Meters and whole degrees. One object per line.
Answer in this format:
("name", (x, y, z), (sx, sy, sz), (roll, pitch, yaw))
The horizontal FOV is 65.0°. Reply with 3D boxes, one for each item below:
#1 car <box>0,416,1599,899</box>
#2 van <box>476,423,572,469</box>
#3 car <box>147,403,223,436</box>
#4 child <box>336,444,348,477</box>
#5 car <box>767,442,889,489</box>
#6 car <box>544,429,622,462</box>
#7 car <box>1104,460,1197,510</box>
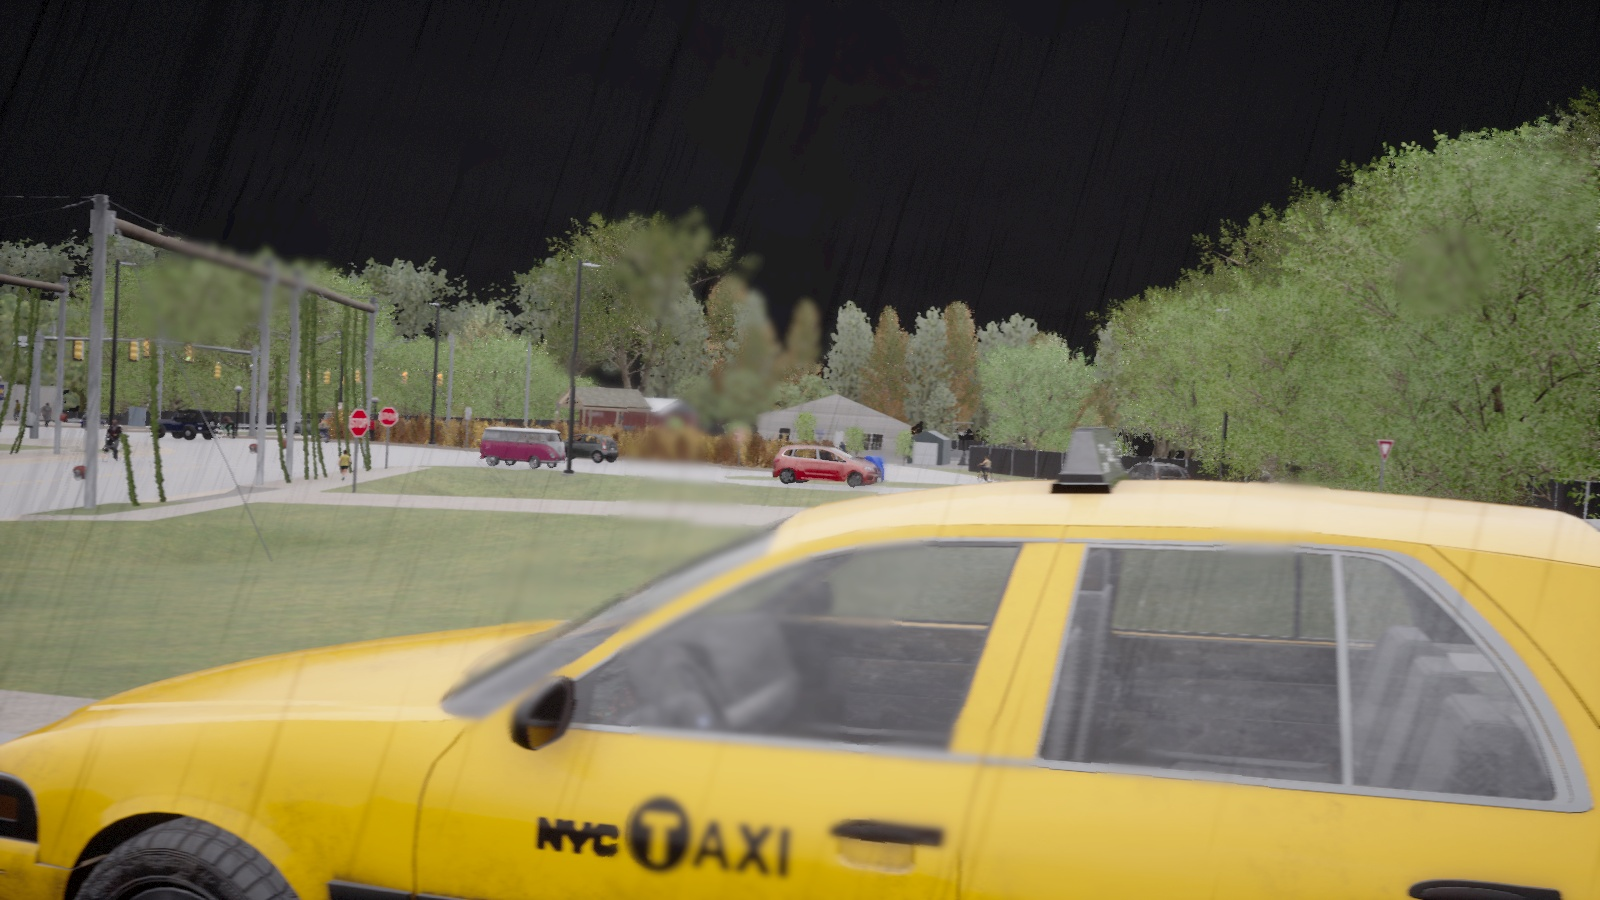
("car", (0.559, 0.721, 3.008), (5.366, 1.575, 1.801), (1, 1, 19))
("van", (-13.802, -0.206, 62.728), (4.442, 1.987, 1.775), (4, 2, 24))
("car", (-37.537, -1.873, 76.684), (3.866, 1.878, 1.905), (2, 2, 17))
("child", (-15.525, 0.353, 42.592), (0.255, 1.110, 0.394), (4, 2, -7))
("car", (1.195, 0.618, 52.656), (4.611, 1.667, 2.242), (3, 1, 17))
("car", (-12.529, -0.289, 72.475), (3.988, 1.617, 1.851), (4, 2, 22))
("car", (13.828, 1.344, 49.753), (1.851, 1.617, 3.988), (3, 2, -11))
